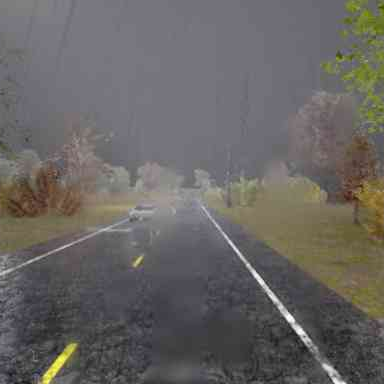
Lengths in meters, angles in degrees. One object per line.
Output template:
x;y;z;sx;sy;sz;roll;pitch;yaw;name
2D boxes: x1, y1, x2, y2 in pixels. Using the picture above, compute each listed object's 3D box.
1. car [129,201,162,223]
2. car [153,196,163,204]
-3.671;1.638;26.063;1.895;1.301;4.718;0;0;0;car
-6.901;1.512;67.455;1.882;1.535;5.008;0;0;-6;car
